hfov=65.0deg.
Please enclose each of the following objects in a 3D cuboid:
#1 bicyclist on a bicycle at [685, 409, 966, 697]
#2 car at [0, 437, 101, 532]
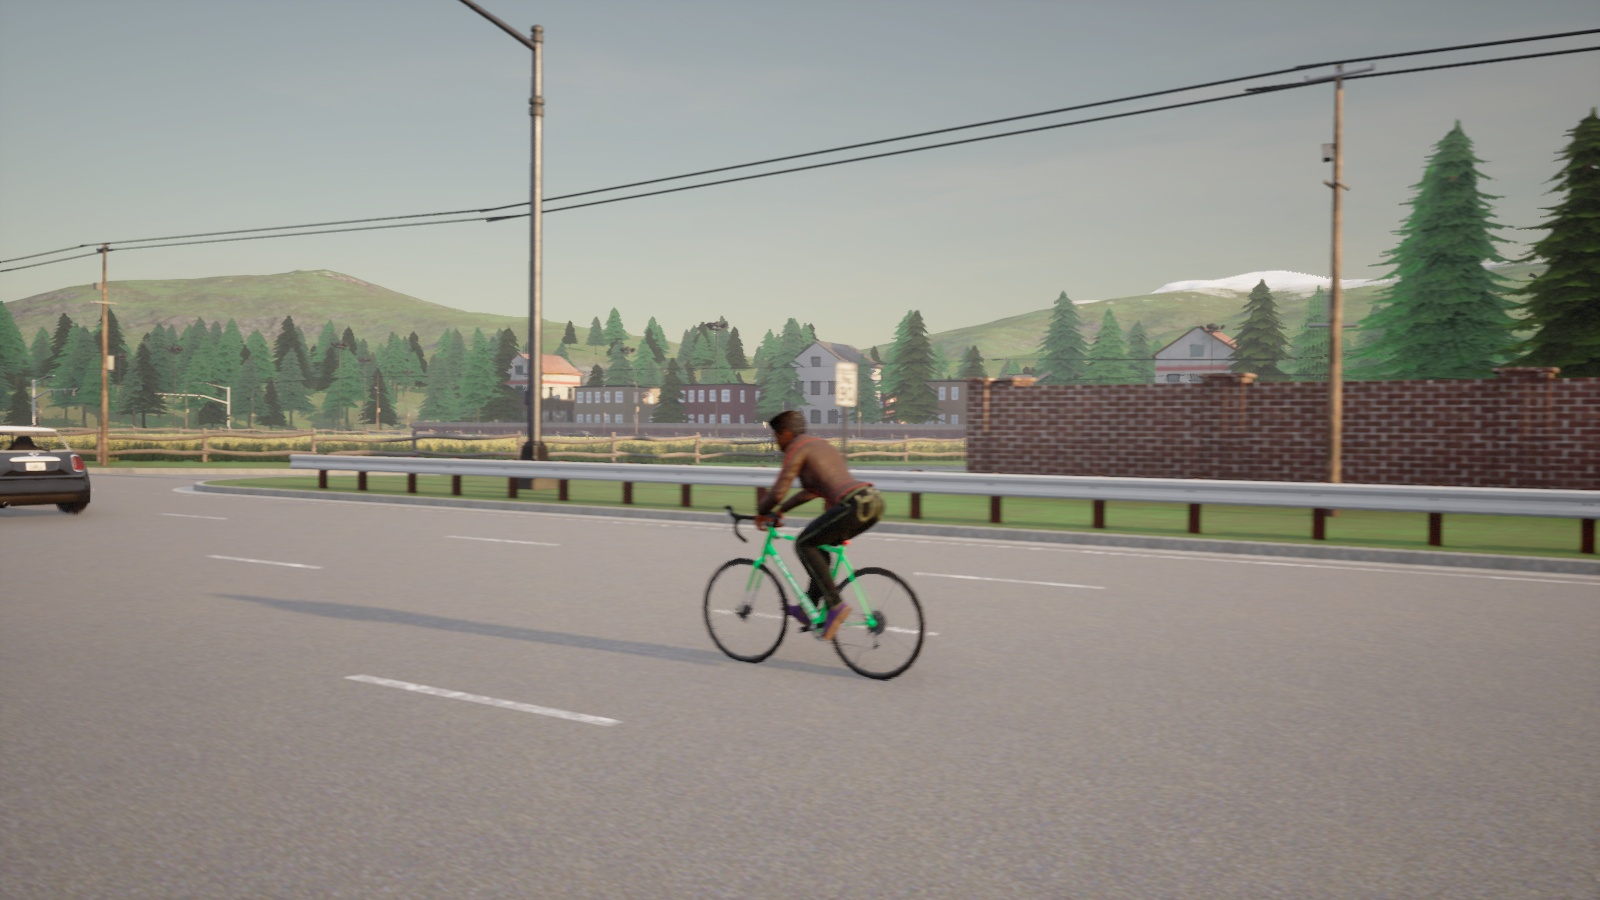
[{"bbox_3d":[0.132,0.578,7.736,1.656,1.620,0.582,0,1,34],"label":"bicyclist on a bicycle"},{"bbox_3d":[-13.822,0.533,21.209,3.806,1.475,1.970,0,1,34],"label":"car"}]
